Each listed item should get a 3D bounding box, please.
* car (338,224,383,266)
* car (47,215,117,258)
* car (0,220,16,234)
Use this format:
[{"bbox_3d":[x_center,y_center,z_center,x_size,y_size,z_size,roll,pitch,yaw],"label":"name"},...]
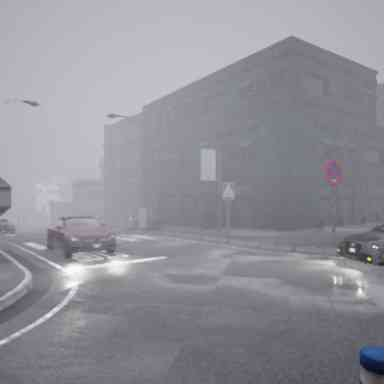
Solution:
[{"bbox_3d":[6.892,1.597,10.560,4.181,1.385,1.994,0,0,-10],"label":"car"},{"bbox_3d":[-4.678,1.709,13.694,1.812,1.442,4.674,0,-2,-35],"label":"car"},{"bbox_3d":[-18.380,3.387,32.044,2.033,1.411,5.357,0,-5,-37],"label":"car"}]
